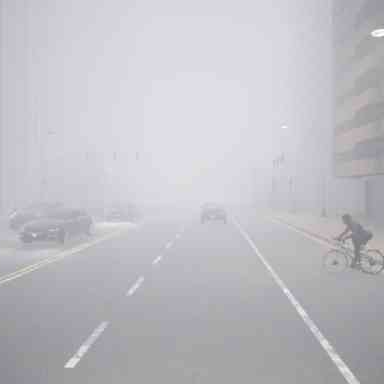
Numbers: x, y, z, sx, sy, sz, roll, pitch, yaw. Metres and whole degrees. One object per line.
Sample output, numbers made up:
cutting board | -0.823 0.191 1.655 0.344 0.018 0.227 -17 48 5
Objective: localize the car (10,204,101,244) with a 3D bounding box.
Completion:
car | -6.179 1.505 15.805 1.837 1.490 4.892 0 0 4

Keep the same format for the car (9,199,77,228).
car | -9.337 1.349 20.908 2.097 1.767 4.553 0 0 4

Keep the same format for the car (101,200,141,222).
car | -5.410 1.562 26.613 1.994 1.385 4.181 0 0 3

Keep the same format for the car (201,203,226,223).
car | 1.635 1.523 25.328 1.812 1.442 4.674 0 0 4

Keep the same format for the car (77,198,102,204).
car | -8.825 1.349 27.809 2.097 1.767 4.553 0 0 4

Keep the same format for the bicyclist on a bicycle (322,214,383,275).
bicyclist on a bicycle | 4.311 1.423 8.892 1.656 1.620 0.582 -1 0 4

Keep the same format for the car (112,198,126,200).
car | -10.308 1.560 45.951 4.181 1.385 1.994 0 0 28

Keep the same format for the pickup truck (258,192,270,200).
pickup truck | 18.811 1.051 89.148 2.390 2.098 6.274 0 0 34
